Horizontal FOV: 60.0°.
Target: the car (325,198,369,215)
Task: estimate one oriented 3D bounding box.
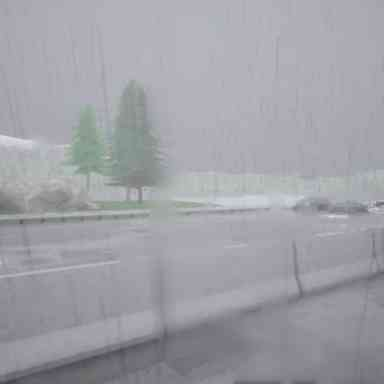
[{"bbox_3d":[15.094,1.444,31.924,4.181,1.385,1.994,0,0,-35],"label":"car"}]

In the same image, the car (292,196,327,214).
[{"bbox_3d":[12.437,1.234,34.329,4.553,1.767,2.097,0,0,-35],"label":"car"}]

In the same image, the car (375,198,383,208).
[{"bbox_3d":[26.167,1.416,44.064,4.718,1.301,1.895,0,0,-35],"label":"car"}]
